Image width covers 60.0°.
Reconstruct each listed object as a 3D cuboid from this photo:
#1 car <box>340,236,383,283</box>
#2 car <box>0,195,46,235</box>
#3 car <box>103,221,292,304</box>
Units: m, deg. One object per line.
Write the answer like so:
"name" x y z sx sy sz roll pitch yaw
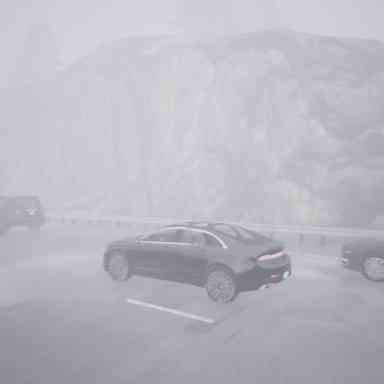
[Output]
"car" 6.239 1.482 8.023 4.892 1.490 1.837 0 0 35
"car" -10.764 1.200 18.855 5.566 2.045 2.150 0 0 30
"car" -0.092 1.476 8.138 4.902 1.511 2.128 0 0 34
